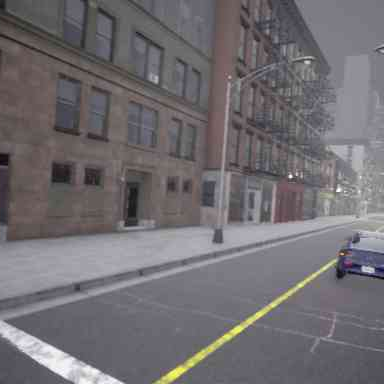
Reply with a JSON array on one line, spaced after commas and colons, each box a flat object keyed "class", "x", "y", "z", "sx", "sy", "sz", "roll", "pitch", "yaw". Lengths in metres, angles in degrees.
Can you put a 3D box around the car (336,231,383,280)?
[{"class": "car", "x": 5.999, "y": 2.018, "z": 10.866, "sx": 1.812, "sy": 1.442, "sz": 4.674, "roll": 4, "pitch": 0, "yaw": 33}]
